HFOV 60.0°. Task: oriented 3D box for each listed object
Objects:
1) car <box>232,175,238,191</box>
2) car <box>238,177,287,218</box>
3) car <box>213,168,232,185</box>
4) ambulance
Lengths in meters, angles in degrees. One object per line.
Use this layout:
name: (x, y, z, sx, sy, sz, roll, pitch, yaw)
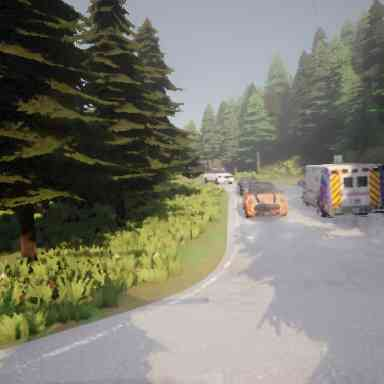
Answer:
car: (4.893, -0.503, 28.438, 2.128, 1.511, 4.902, -3, 5, 4)
car: (3.916, 0.282, 18.533, 2.097, 1.767, 4.553, -3, 5, 6)
car: (3.360, -2.026, 42.925, 2.150, 2.045, 5.566, -4, 5, -20)
ambulance: (7.357, -0.195, 17.293, 2.351, 2.431, 6.366, -4, 5, 6)
